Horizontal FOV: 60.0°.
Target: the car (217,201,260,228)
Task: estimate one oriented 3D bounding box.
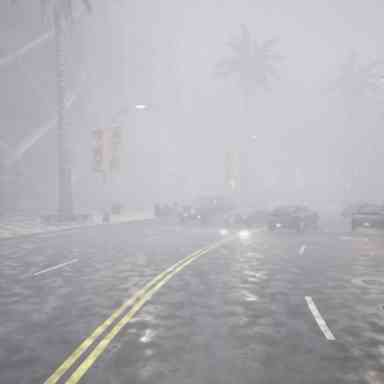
[{"bbox_3d":[3.885,1.523,22.383,1.812,1.442,4.674,0,0,38],"label":"car"}]

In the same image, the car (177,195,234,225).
[{"bbox_3d":[1.247,1.219,24.725,2.150,2.045,5.566,0,0,37],"label":"car"}]

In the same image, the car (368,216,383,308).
[{"bbox_3d":[3.975,1.355,3.444,2.097,1.767,4.553,0,0,5],"label":"car"}]

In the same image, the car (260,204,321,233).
[{"bbox_3d":[6.108,1.503,19.677,1.837,1.490,4.892,0,0,38],"label":"car"}]

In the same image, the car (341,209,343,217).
[{"bbox_3d":[14.810,1.561,28.622,4.181,1.385,1.994,0,0,-32],"label":"car"}]

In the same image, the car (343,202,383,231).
[{"bbox_3d":[10.849,1.491,19.651,2.128,1.511,4.902,0,0,38],"label":"car"}]
